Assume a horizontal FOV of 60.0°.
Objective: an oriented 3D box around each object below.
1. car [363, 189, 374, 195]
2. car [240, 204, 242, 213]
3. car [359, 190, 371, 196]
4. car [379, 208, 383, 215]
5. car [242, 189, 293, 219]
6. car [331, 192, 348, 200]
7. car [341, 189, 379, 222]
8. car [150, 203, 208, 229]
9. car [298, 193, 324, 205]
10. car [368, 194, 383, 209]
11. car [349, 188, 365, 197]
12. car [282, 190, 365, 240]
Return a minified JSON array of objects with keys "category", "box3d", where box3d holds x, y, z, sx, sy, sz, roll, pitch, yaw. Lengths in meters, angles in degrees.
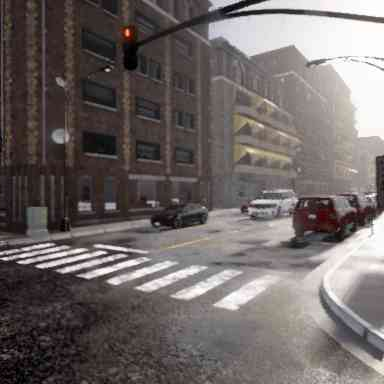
[{"category":"car","box3d":[44.120,-0.025,83.161,1.967,1.590,4.097,0,1,35]},{"category":"car","box3d":[5.747,1.132,29.127,1.887,1.381,4.507,1,1,35]},{"category":"car","box3d":[40.921,0.179,78.659,1.947,1.339,4.313,0,1,35]},{"category":"car","box3d":[12.580,0.953,24.275,1.967,1.590,4.097,1,1,35]},{"category":"car","box3d":[6.228,0.868,25.185,2.150,2.045,5.566,-1,2,35]},{"category":"car","box3d":[24.932,0.617,56.143,1.802,1.307,4.206,1,1,35]},{"category":"car","box3d":[9.382,0.926,19.769,2.192,1.841,5.009,1,1,35]},{"category":"car","box3d":[-0.649,1.351,20.121,1.947,1.339,4.313,1,1,35]},{"category":"car","box3d":[15.340,0.857,42.635,2.008,1.369,4.403,1,1,35]},{"category":"car","box3d":[18.974,0.906,33.280,1.802,1.307,4.206,1,1,35]},{"category":"car","box3d":[34.527,0.091,69.650,2.192,1.841,5.009,0,1,35]},{"category":"car","box3d":[6.183,1.026,15.266,2.192,1.841,5.009,1,1,35]}]
